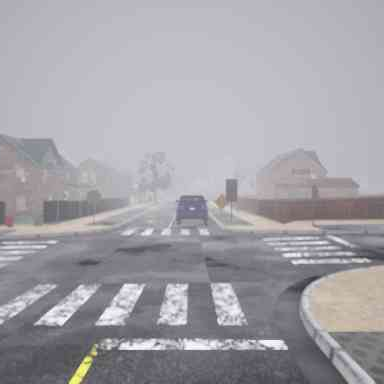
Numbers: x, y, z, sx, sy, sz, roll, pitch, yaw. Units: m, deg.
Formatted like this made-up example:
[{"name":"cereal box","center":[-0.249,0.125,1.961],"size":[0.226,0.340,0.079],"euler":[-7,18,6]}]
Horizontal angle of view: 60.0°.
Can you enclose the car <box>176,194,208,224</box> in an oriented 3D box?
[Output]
[{"name":"car","center":[-0.012,1.208,24.598],"size":[2.150,2.045,5.566],"euler":[0,0,-1]}]

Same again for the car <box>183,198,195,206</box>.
[{"name":"car","center":[-0.509,1.688,56.558],"size":[1.895,1.301,4.718],"euler":[0,0,0]}]

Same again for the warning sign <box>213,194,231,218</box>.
[{"name":"warning sign","center":[2.407,1.104,26.973],"size":[1.300,1.860,1.060],"euler":[2,2,-1]}]
